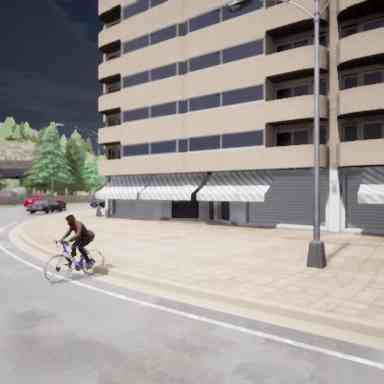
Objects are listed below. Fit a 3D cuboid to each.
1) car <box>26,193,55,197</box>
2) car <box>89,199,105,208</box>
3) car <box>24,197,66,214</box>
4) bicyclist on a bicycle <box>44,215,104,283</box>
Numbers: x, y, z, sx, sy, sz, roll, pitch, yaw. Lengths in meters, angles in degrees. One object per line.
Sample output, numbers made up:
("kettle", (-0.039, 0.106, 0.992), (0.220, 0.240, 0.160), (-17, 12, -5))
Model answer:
("car", (-17.869, 1.195, 40.486), (2.150, 2.045, 5.566), (0, 0, 14))
("car", (-12.064, 1.574, 46.621), (1.895, 1.301, 4.718), (0, 0, 27))
("car", (-15.160, 1.524, 34.824), (2.033, 1.411, 5.357), (0, 0, 4))
("bicyclist on a bicycle", (-2.942, 1.396, 8.442), (0.582, 1.620, 1.656), (0, 0, 41))
